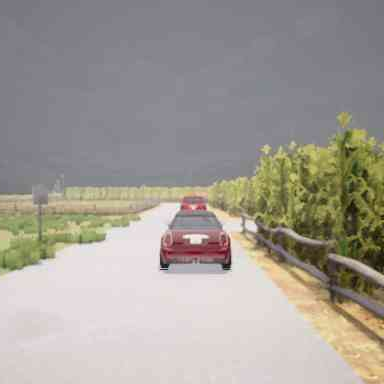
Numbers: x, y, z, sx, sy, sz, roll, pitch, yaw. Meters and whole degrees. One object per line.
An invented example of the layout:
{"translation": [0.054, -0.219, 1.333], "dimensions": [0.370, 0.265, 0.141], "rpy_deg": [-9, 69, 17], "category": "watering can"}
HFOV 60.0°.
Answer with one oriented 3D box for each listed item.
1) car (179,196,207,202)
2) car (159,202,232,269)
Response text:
{"translation": [0.097, 1.320, 27.955], "dimensions": [2.150, 2.045, 5.566], "rpy_deg": [0, 0, 0], "category": "car"}
{"translation": [0.099, 1.395, 11.444], "dimensions": [2.097, 1.767, 4.553], "rpy_deg": [0, 0, 0], "category": "car"}
